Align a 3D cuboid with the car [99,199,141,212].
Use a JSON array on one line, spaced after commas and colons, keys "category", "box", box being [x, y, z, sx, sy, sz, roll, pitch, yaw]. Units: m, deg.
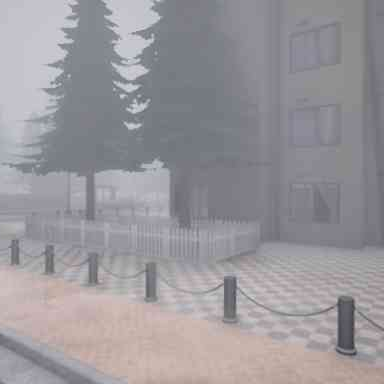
[{"category": "car", "box": [-7.997, 1.448, 37.362, 1.895, 1.301, 4.718, 0, 0, 37]}]
